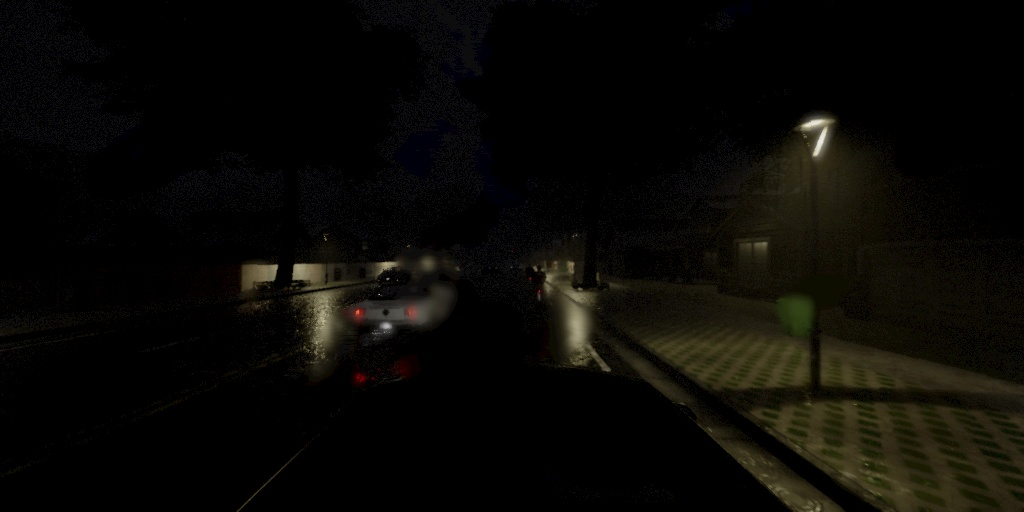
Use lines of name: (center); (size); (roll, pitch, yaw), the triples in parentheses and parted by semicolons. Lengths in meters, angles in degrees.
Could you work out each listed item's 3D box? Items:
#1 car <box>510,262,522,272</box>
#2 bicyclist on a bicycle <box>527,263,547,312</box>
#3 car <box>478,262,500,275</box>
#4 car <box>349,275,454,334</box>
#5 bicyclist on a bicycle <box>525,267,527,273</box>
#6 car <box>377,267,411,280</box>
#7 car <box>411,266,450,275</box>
car: (0.670, 1.798, 58.546); (2.033, 1.411, 5.357); (0, -1, 1)
bicyclist on a bicycle: (1.041, 1.223, 13.835); (0.659, 1.776, 1.843); (0, 0, 1)
car: (-2.673, 1.497, 45.599); (2.097, 1.767, 4.553); (0, -1, 1)
car: (-3.033, 1.444, 10.985); (1.895, 1.301, 4.718); (0, -1, 1)
bicyclist on a bicycle: (1.135, 1.301, 22.834); (0.659, 1.776, 1.843); (0, 0, 1)
car: (-9.536, 1.595, 29.582); (1.994, 1.385, 4.181); (0, -1, 1)
car: (-6.292, 1.564, 29.303); (2.033, 1.411, 5.357); (0, -1, 1)
